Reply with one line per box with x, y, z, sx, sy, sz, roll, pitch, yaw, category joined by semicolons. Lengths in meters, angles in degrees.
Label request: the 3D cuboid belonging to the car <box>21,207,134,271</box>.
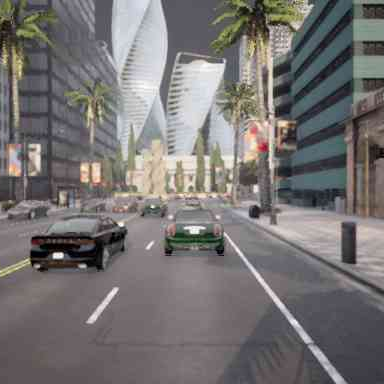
-3.403;1.464;10.932;1.882;1.535;5.008;0;0;0;car

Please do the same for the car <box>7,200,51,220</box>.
-13.593;1.448;28.044;2.231;1.521;4.892;0;0;0;car

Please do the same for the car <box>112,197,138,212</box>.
-7.100;1.308;35.501;2.097;1.767;4.553;0;0;0;car

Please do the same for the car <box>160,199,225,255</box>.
0.095;1.336;13.289;2.097;1.767;4.553;0;0;0;car

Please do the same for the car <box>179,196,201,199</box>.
0.094;1.452;31.300;2.128;1.511;4.902;0;0;0;car

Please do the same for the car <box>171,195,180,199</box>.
-4.117;1.367;76.037;1.812;1.442;4.674;0;0;29;car

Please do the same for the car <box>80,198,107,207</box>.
-10.599;1.461;35.981;1.837;1.490;4.892;0;0;0;car

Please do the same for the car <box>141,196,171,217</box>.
-3.407;1.313;31.100;2.097;1.767;4.553;0;0;0;car
